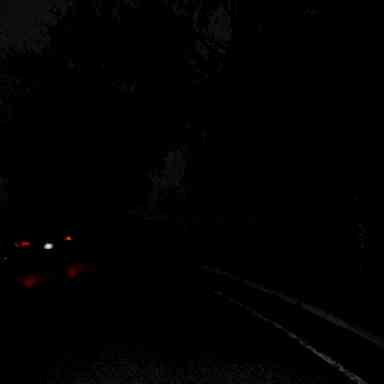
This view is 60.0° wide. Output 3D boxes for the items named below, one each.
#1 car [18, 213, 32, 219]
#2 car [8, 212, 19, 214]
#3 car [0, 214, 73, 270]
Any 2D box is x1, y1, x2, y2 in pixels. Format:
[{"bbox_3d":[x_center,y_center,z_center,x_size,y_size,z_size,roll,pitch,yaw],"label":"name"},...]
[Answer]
[{"bbox_3d":[-38.137,5.498,75.920,1.895,1.301,4.718,-1,-5,-15],"label":"car"},{"bbox_3d":[-35.272,4.650,65.872,2.033,1.411,5.357,-1,-5,-16],"label":"car"},{"bbox_3d":[-5.929,1.663,11.522,4.181,1.385,1.994,-1,0,40],"label":"car"}]
